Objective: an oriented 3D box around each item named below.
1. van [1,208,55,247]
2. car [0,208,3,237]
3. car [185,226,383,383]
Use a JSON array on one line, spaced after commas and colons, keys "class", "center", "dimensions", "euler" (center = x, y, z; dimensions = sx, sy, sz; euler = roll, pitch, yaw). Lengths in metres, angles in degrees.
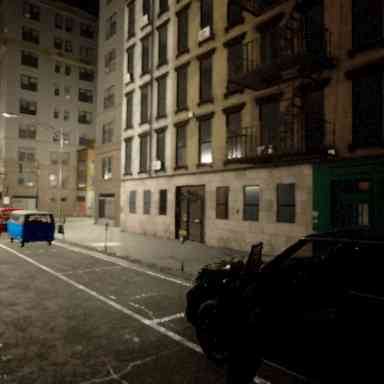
[{"class": "van", "center": [-8.721, 1.907, 17.887], "dimensions": [1.690, 1.788, 3.998], "euler": [3, -3, -40]}, {"class": "car", "center": [-12.237, 1.989, 22.131], "dimensions": [2.192, 1.841, 5.009], "euler": [3, -3, -40]}, {"class": "car", "center": [2.255, 1.425, 4.077], "dimensions": [2.150, 2.045, 5.566], "euler": [3, -3, -40]}]
